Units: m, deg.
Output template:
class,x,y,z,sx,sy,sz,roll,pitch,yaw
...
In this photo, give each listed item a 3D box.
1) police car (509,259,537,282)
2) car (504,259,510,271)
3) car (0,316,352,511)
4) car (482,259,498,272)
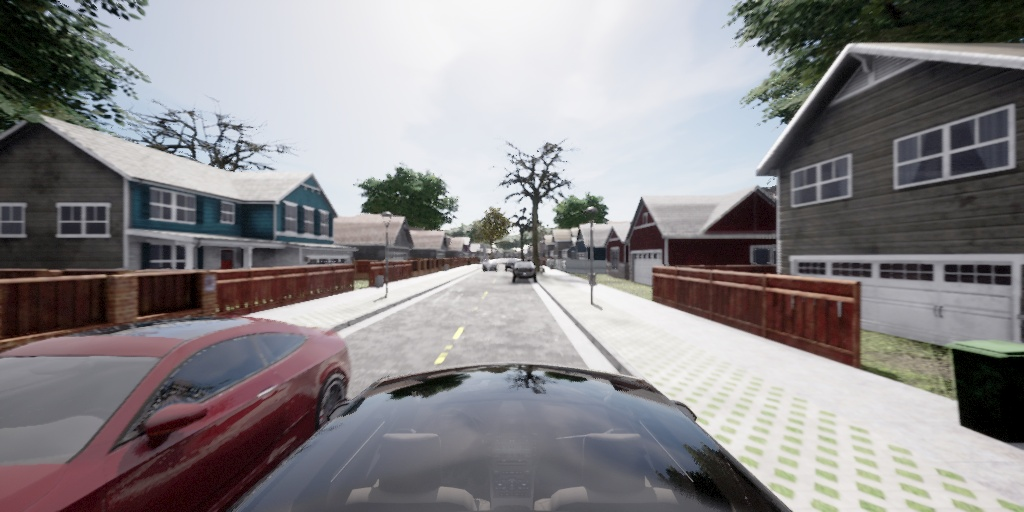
class,x,y,z,sx,sy,sz,roll,pitch,yaw
police car,0.953,1.153,28.927,1.930,1.638,5.238,0,0,0
car,-0.003,1.206,48.100,1.837,1.490,4.892,0,0,0
car,-2.851,1.275,2.639,1.812,1.442,4.674,0,0,0
car,-2.840,1.197,46.394,2.128,1.511,4.902,0,0,0
